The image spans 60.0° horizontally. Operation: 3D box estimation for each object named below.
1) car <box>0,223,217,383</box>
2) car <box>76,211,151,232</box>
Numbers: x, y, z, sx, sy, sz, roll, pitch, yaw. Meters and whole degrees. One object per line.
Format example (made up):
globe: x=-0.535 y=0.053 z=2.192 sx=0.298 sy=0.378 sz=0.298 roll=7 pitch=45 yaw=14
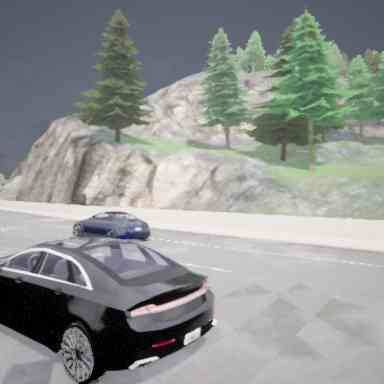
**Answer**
car: x=-1.924 y=1.509 z=5.453 sx=4.902 sy=1.511 sz=2.128 roll=0 pitch=0 yaw=37
car: x=-3.927 y=1.616 z=16.068 sx=4.181 sy=1.385 sz=1.994 roll=0 pitch=0 yaw=40
